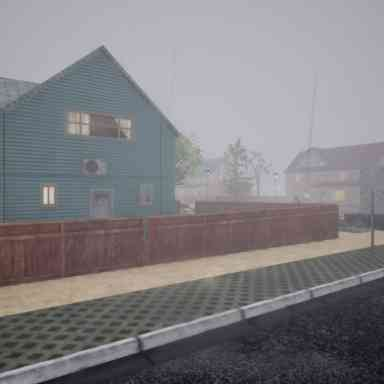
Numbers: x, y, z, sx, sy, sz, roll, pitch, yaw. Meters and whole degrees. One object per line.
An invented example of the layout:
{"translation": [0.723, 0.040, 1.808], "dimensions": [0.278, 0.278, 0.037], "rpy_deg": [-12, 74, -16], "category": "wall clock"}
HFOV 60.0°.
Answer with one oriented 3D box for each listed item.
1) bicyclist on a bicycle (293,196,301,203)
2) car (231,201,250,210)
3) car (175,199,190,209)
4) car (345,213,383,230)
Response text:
{"translation": [9.873, 1.206, 31.351], "dimensions": [1.656, 1.620, 0.582], "rpy_deg": [-1, 1, -36], "category": "bicyclist on a bicycle"}
{"translation": [4.624, 1.486, 28.612], "dimensions": [1.994, 1.385, 4.181], "rpy_deg": [0, 0, -36], "category": "car"}
{"translation": [-2.182, 1.471, 38.132], "dimensions": [1.895, 1.301, 4.718], "rpy_deg": [0, 0, -36], "category": "car"}
{"translation": [11.278, 1.581, 18.789], "dimensions": [1.895, 1.301, 4.718], "rpy_deg": [0, 0, -30], "category": "car"}
